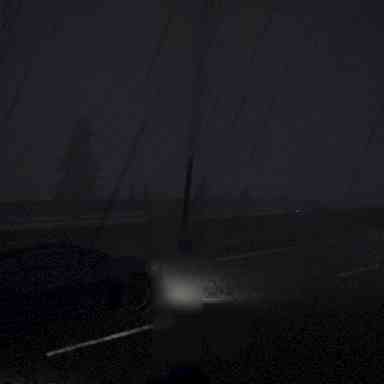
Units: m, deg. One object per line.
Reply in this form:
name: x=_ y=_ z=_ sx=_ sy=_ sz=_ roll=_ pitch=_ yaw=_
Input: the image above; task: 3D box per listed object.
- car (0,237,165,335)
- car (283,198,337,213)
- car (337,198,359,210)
car: x=-2.604 y=1.559 z=6.188 sx=4.181 sy=1.385 sz=1.994 roll=0 pitch=0 yaw=-35
car: x=9.791 y=1.421 z=28.170 sx=4.892 sy=1.490 sz=1.837 roll=-1 pitch=1 yaw=-35
car: x=16.886 y=1.394 z=37.520 sx=4.902 sy=1.511 sz=2.128 roll=1 pitch=0 yaw=-35
